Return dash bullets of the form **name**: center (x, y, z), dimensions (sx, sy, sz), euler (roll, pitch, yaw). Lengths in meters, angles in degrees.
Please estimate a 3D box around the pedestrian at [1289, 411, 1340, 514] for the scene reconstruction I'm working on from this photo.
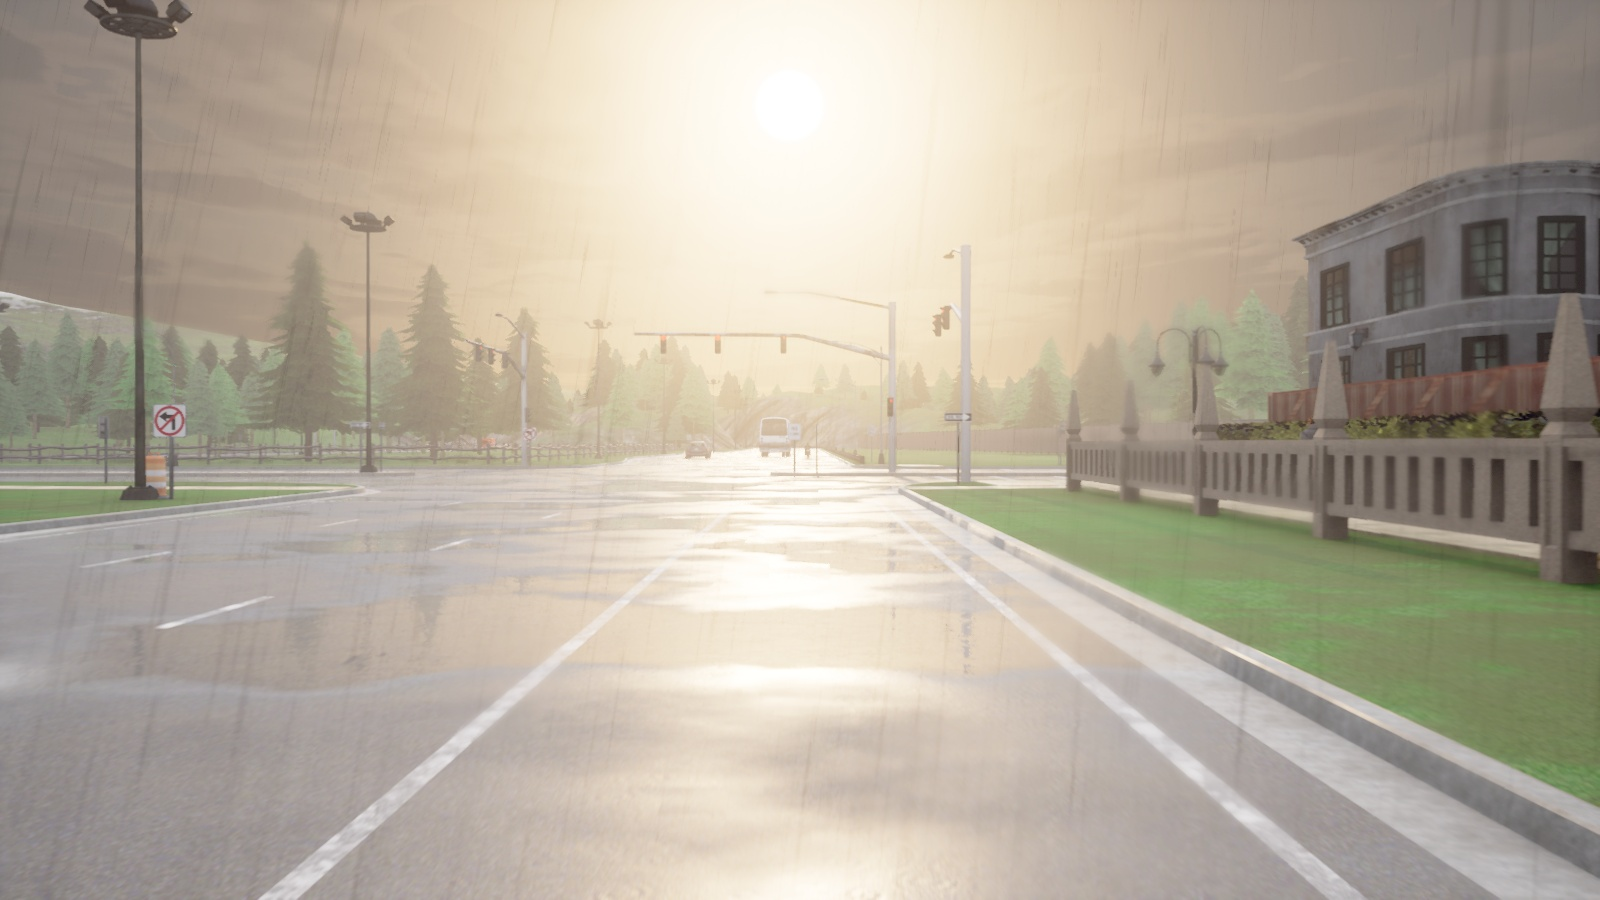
- **pedestrian**: center (9.921, 0.227, 24.258), dimensions (0.659, 1.952, 0.873), euler (0, 0, 3)
